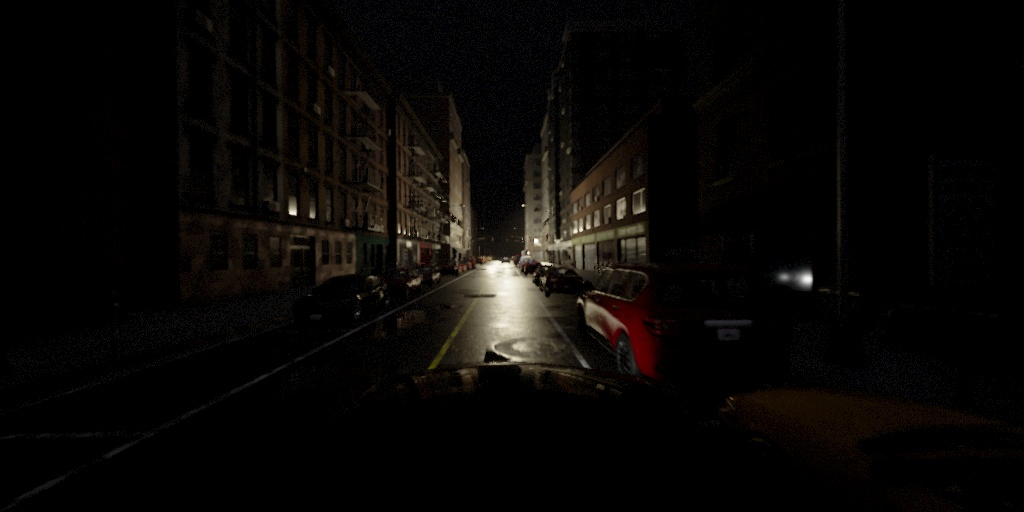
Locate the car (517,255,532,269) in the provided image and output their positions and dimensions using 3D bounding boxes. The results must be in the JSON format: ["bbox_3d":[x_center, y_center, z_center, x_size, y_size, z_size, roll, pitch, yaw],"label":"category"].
[{"bbox_3d":[1.958,1.027,40.784,1.967,1.591,4.097,0,0,-1],"label":"car"}]

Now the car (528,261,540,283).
[{"bbox_3d":[2.270,1.229,23.750,1.802,1.307,4.207,0,0,-1],"label":"car"}]

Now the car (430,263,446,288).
[{"bbox_3d":[-5.757,1.314,23.610,1.802,1.307,4.207,0,0,-1],"label":"car"}]

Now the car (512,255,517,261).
[{"bbox_3d":[1.543,0.819,63.496,2.192,1.841,5.009,0,0,-1],"label":"car"}]

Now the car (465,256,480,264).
[{"bbox_3d":[-6.281,0.946,51.997,2.192,1.841,5.009,0,0,-1],"label":"car"}]

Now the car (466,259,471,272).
[{"bbox_3d":[-6.072,1.254,40.642,1.802,1.307,4.207,0,0,-1],"label":"car"}]

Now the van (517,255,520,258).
[{"bbox_3d":[1.855,0.907,46.462,1.690,1.789,3.998,0,0,-1],"label":"van"}]

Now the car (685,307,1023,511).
[{"bbox_3d":[2.682,1.250,1.208,1.751,1.417,4.829,0,0,-1],"label":"car"}]

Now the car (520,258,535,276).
[{"bbox_3d":[2.062,1.152,35.107,1.888,1.381,4.507,0,0,-1],"label":"car"}]

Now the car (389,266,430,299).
[{"bbox_3d":[-5.653,1.297,17.933,1.888,1.381,4.507,0,0,-1],"label":"car"}]

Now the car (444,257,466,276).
[{"bbox_3d":[-5.967,1.132,34.965,1.967,1.591,4.097,0,0,-1],"label":"car"}]

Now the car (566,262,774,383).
[{"bbox_3d":[2.582,1.020,6.716,2.192,1.841,5.009,0,0,-1],"label":"car"}]

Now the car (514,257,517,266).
[{"bbox_3d":[1.751,1.097,52.140,2.007,1.370,4.403,0,0,-1],"label":"car"}]

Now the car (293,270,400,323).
[{"bbox_3d":[-5.548,1.337,12.255,1.948,1.339,4.313,0,0,-1],"label":"car"}]

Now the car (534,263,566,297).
[{"bbox_3d":[2.374,1.212,18.072,1.888,1.381,4.507,0,0,-1],"label":"car"}]

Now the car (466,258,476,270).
[{"bbox_3d":[-6.177,1.218,46.320,1.948,1.339,4.313,0,0,-1],"label":"car"}]
